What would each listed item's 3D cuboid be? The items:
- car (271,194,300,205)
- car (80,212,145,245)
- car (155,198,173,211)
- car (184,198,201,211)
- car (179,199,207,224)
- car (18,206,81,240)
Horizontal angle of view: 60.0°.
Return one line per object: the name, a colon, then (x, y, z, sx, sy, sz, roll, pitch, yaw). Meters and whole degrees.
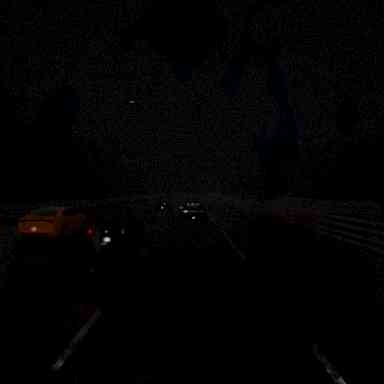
car: (13.924, 1.341, 49.656, 2.150, 2.045, 5.566, 0, 0, -15)
car: (-3.391, 1.600, 15.533, 1.895, 1.301, 4.718, 0, 0, 0)
car: (-3.393, 1.514, 40.259, 1.837, 1.490, 4.892, 0, 0, 0)
car: (0.108, 1.558, 42.872, 2.033, 1.411, 5.357, 0, 0, 0)
car: (0.104, 1.495, 24.418, 2.128, 1.511, 4.902, 0, 0, 0)
car: (-6.891, 1.470, 16.980, 1.882, 1.535, 5.008, 1, 0, 0)
